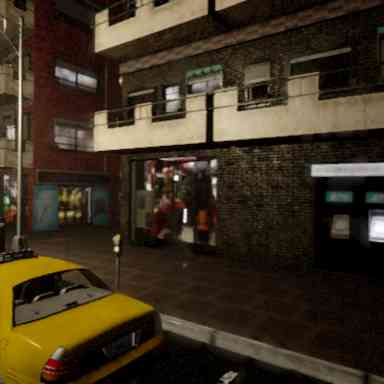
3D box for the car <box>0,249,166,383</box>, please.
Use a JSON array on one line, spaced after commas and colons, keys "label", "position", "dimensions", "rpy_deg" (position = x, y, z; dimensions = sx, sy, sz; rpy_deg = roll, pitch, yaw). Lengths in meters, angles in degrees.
[{"label": "car", "position": [-2.586, 1.493, 4.691], "dimensions": [4.829, 1.417, 1.752], "rpy_deg": [0, 1, 35]}]
